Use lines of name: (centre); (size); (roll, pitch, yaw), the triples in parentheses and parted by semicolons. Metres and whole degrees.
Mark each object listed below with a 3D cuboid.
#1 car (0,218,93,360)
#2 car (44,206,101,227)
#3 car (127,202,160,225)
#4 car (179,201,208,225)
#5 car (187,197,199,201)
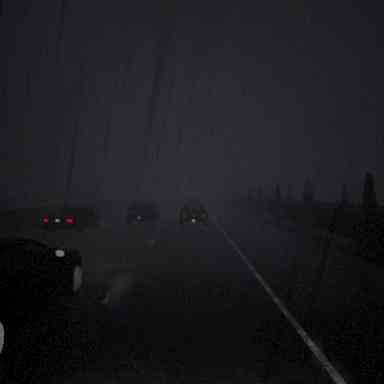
car: (-3.400, 1.469, 5.553); (1.882, 1.535, 5.008); (0, 0, 0)
car: (-6.901, 1.517, 19.553); (2.033, 1.411, 5.357); (0, 0, 0)
car: (-3.400, 1.455, 23.860); (2.128, 1.511, 4.902); (0, 0, 0)
car: (0.100, 1.564, 23.704); (1.895, 1.301, 4.718); (0, 0, 0)
car: (0.160, 1.441, 41.099); (1.837, 1.490, 4.892); (0, 0, 1)
